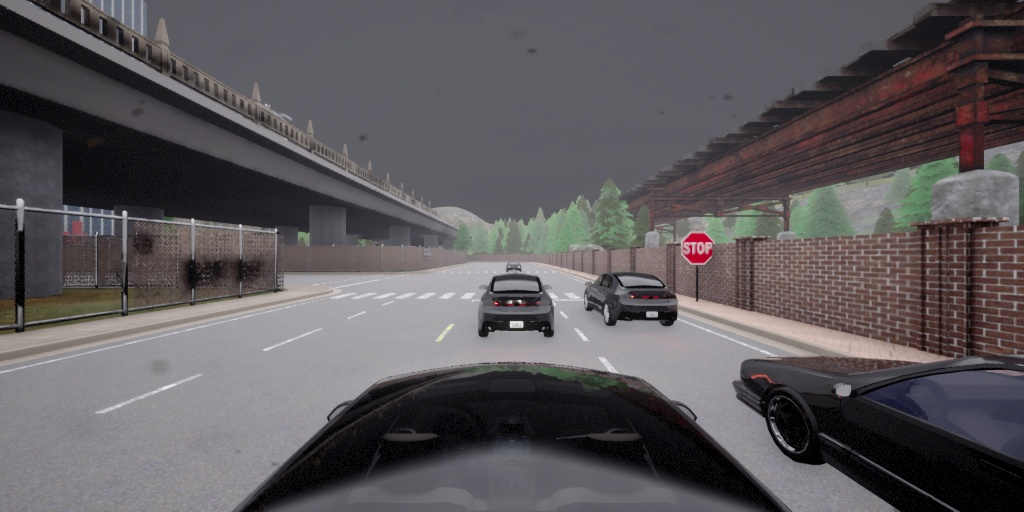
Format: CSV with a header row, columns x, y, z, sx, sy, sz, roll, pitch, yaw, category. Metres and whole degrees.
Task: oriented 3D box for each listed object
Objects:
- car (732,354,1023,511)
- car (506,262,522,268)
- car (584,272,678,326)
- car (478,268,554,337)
x,y,z,sx,sy,sz,roll,pitch,yaw,category
3.600,1.297,1.883,2.033,1.411,5.357,0,0,0,car
0.227,1.351,45.485,1.895,1.301,4.718,0,0,-1,car
3.607,1.255,11.629,1.837,1.490,4.892,0,0,0,car
0.104,1.255,10.273,1.837,1.490,4.892,0,0,0,car
